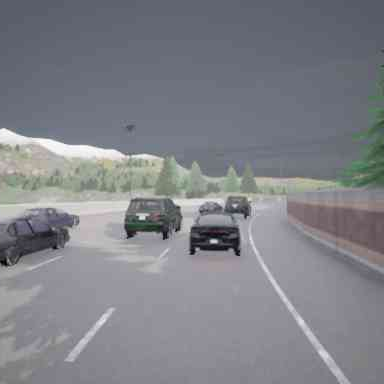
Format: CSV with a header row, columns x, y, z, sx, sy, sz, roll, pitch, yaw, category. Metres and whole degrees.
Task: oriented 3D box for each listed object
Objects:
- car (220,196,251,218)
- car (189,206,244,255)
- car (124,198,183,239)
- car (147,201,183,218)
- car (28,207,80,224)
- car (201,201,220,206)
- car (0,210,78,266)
x,y,z,sx,sy,sz,roll,pitch,yaw,category
4.552,1.416,32.680,2.150,2.045,5.566,0,0,15,car
1.024,1.558,13.874,1.882,1.535,5.008,0,0,6,car
-1.955,1.318,18.214,2.150,2.045,5.566,0,0,8,car
-2.533,1.668,33.088,2.128,1.511,4.902,0,0,14,car
-8.782,1.633,20.045,2.033,1.411,5.357,0,0,9,car
2.151,1.760,37.126,2.033,1.411,5.357,0,0,17,car
-6.278,1.594,11.679,2.033,1.411,5.357,0,0,5,car
